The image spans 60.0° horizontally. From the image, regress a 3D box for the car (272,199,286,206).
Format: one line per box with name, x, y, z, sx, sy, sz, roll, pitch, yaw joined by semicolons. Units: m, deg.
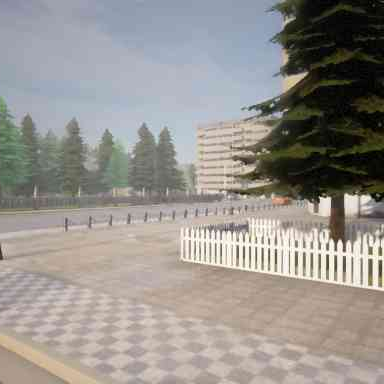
car;15.431;1.352;56.690;2.097;1.767;4.553;0;0;36
